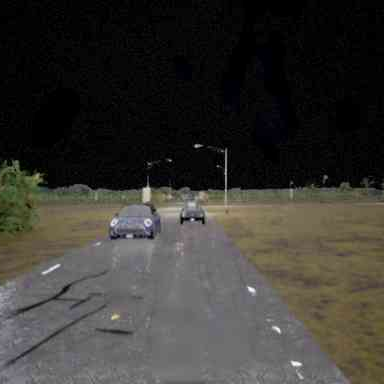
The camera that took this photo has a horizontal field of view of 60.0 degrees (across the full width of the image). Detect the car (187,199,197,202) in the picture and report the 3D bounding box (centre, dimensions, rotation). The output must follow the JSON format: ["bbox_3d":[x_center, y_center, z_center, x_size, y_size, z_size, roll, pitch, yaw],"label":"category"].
[{"bbox_3d":[-0.009,1.827,52.040,2.033,1.649,4.856,0,0,0],"label":"car"}]

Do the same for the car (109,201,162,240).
[{"bbox_3d":[-2.783,1.401,17.173,2.097,1.767,4.553,0,0,0],"label":"car"}]

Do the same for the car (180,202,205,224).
[{"bbox_3d":[0.049,1.716,25.942,1.895,1.301,4.718,0,-1,0],"label":"car"}]
